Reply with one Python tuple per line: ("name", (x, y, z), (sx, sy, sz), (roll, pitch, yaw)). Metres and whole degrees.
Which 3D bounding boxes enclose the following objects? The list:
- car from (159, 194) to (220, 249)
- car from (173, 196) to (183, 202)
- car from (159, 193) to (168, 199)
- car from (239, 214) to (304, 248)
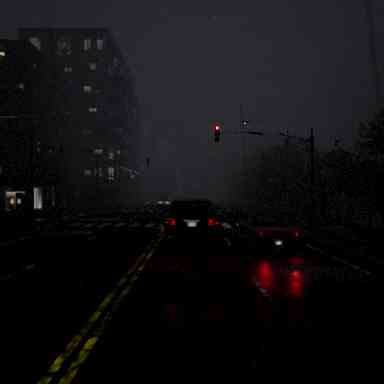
("car", (0.000, 1.257, 14.680), (2.150, 2.045, 5.566), (0, 0, 0))
("car", (-3.251, 1.588, 78.396), (1.994, 1.385, 4.181), (0, 0, 0))
("car", (-6.501, 1.261, 78.367), (2.150, 2.045, 5.566), (0, 0, 0))
("car", (3.250, 1.616, 14.680), (1.895, 1.301, 4.718), (0, 0, 0))
